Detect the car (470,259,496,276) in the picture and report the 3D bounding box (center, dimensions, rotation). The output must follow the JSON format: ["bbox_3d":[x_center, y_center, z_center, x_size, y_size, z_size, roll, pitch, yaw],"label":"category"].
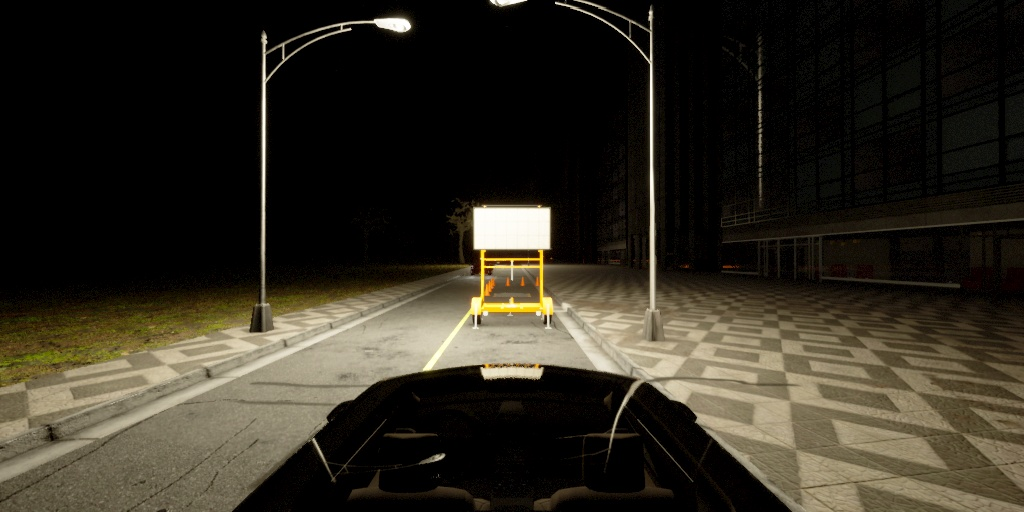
[{"bbox_3d":[-3.095,1.113,37.026,2.097,1.767,4.553,0,0,0],"label":"car"}]

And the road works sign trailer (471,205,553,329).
[{"bbox_3d":[0.001,0.216,11.229,2.380,3.560,2.880,0,0,0],"label":"road works sign trailer"}]
